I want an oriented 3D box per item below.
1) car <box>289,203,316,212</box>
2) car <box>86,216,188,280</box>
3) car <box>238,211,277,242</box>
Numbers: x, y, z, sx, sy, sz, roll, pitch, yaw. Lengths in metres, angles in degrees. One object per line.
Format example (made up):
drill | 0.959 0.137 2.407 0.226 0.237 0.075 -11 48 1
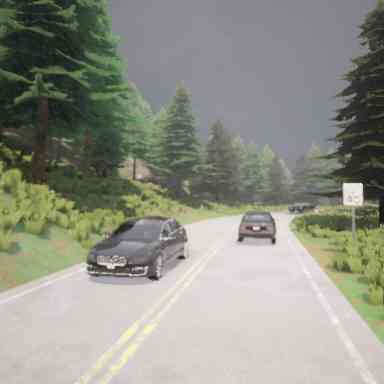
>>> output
car | 13.608 1.933 40.708 1.895 1.301 4.718 -3 -2 39
car | -1.396 1.541 10.219 1.837 1.490 4.892 0 -1 12
car | 3.416 1.701 17.337 2.033 1.411 5.357 0 -1 12
